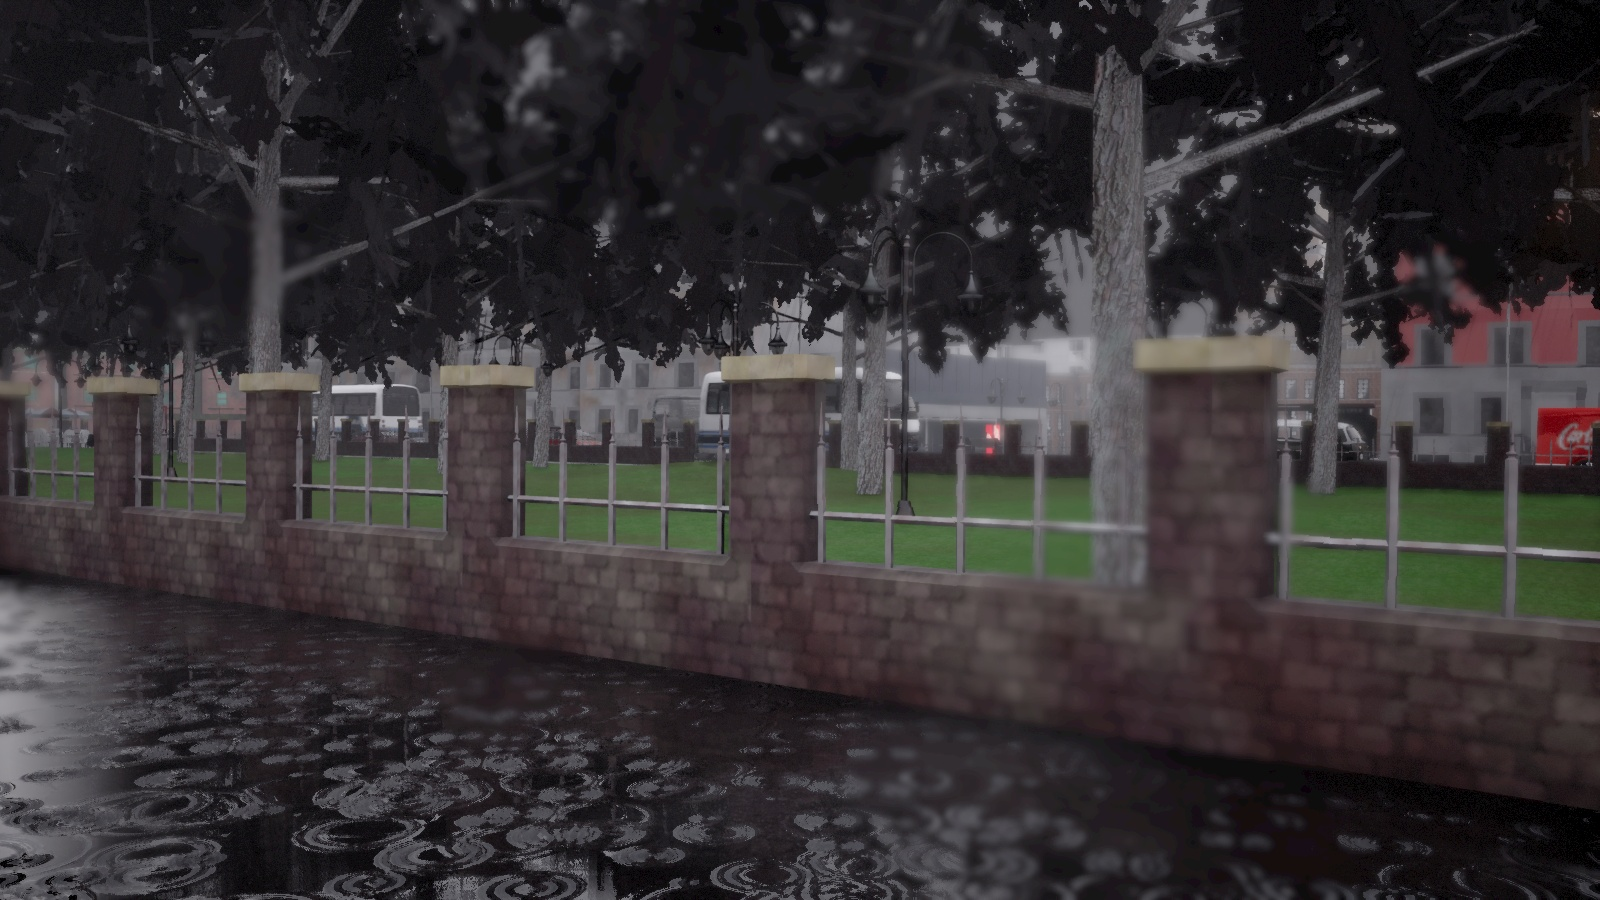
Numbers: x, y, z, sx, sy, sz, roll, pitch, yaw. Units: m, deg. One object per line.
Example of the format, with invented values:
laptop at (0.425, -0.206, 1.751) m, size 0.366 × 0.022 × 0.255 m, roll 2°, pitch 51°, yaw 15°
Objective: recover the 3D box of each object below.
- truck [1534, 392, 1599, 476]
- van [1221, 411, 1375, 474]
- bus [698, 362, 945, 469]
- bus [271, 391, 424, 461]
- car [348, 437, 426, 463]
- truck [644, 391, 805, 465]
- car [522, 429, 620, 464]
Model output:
truck at (24.905, -0.493, 37.227) m, size 5.204 × 2.467 × 2.627 m, roll 0°, pitch 1°, yaw 36°
van at (16.978, -0.292, 42.859) m, size 4.480 × 2.038 × 2.069 m, roll 1°, pitch 2°, yaw 35°
bus at (0.793, -1.394, 54.354) m, size 10.273 × 4.253 × 3.944 m, roll 0°, pitch 1°, yaw 36°
bus at (-29.067, -1.480, 80.464) m, size 10.273 × 4.253 × 3.944 m, roll 0°, pitch 1°, yaw 35°
car at (-23.608, -0.008, 71.714) m, size 4.674 × 1.442 × 1.812 m, roll 0°, pitch 1°, yaw 35°
truck at (-3.819, -1.070, 62.551) m, size 7.936 × 3.462 × 2.891 m, roll 0°, pitch 1°, yaw 35°
car at (-11.539, -0.182, 63.145) m, size 4.611 × 1.667 × 2.242 m, roll 0°, pitch 1°, yaw 35°
